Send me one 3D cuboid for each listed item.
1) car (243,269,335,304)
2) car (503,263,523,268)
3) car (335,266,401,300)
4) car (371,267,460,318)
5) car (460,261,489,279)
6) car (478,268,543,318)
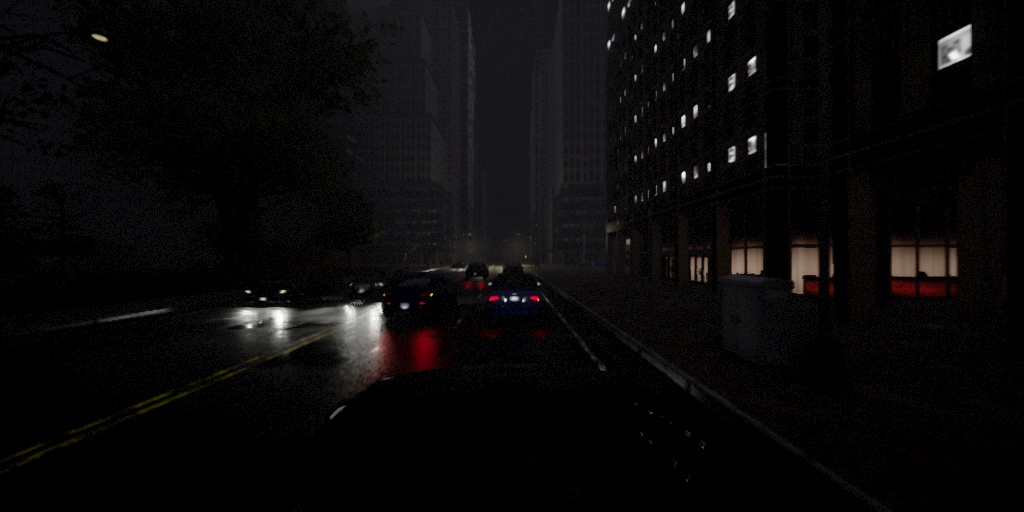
[{"bbox_3d":[-9.851,1.332,16.851,2.033,1.411,5.357,0,0,0],"label":"car"},{"bbox_3d":[0.088,1.340,33.281,2.128,1.511,4.902,0,0,0],"label":"car"},{"bbox_3d":[-6.602,1.280,18.172,2.128,1.511,4.902,0,0,0],"label":"car"},{"bbox_3d":[-3.173,1.298,12.925,1.812,1.442,4.674,0,0,0],"label":"car"},{"bbox_3d":[-3.162,1.340,33.275,2.128,1.511,4.902,0,0,0],"label":"car"},{"bbox_3d":[0.083,1.321,13.128,2.033,1.411,5.357,0,0,0],"label":"car"}]
